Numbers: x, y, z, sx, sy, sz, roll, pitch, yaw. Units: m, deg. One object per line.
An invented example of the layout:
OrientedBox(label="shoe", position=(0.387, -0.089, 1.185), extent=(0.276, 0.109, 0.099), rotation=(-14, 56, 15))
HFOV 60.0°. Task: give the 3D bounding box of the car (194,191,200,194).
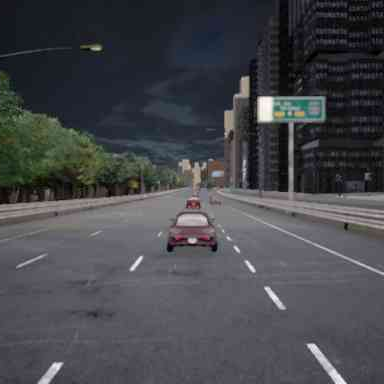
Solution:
OrientedBox(label="car", position=(0.733, 1.154, 83.140), extent=(1.837, 1.490, 4.892), rotation=(0, 0, 1))

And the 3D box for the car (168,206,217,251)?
OrientedBox(label="car", position=(0.020, 1.526, 13.943), extent=(1.812, 1.442, 4.674), rotation=(0, 0, 0))

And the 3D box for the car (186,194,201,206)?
OrientedBox(label="car", position=(0.231, 1.404, 46.553), extent=(1.882, 1.535, 5.008), rotation=(0, 0, 1))

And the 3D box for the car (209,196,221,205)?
OrientedBox(label="car", position=(3.951, 1.410, 57.596), extent=(2.033, 1.411, 5.357), rotation=(0, 0, 1))
